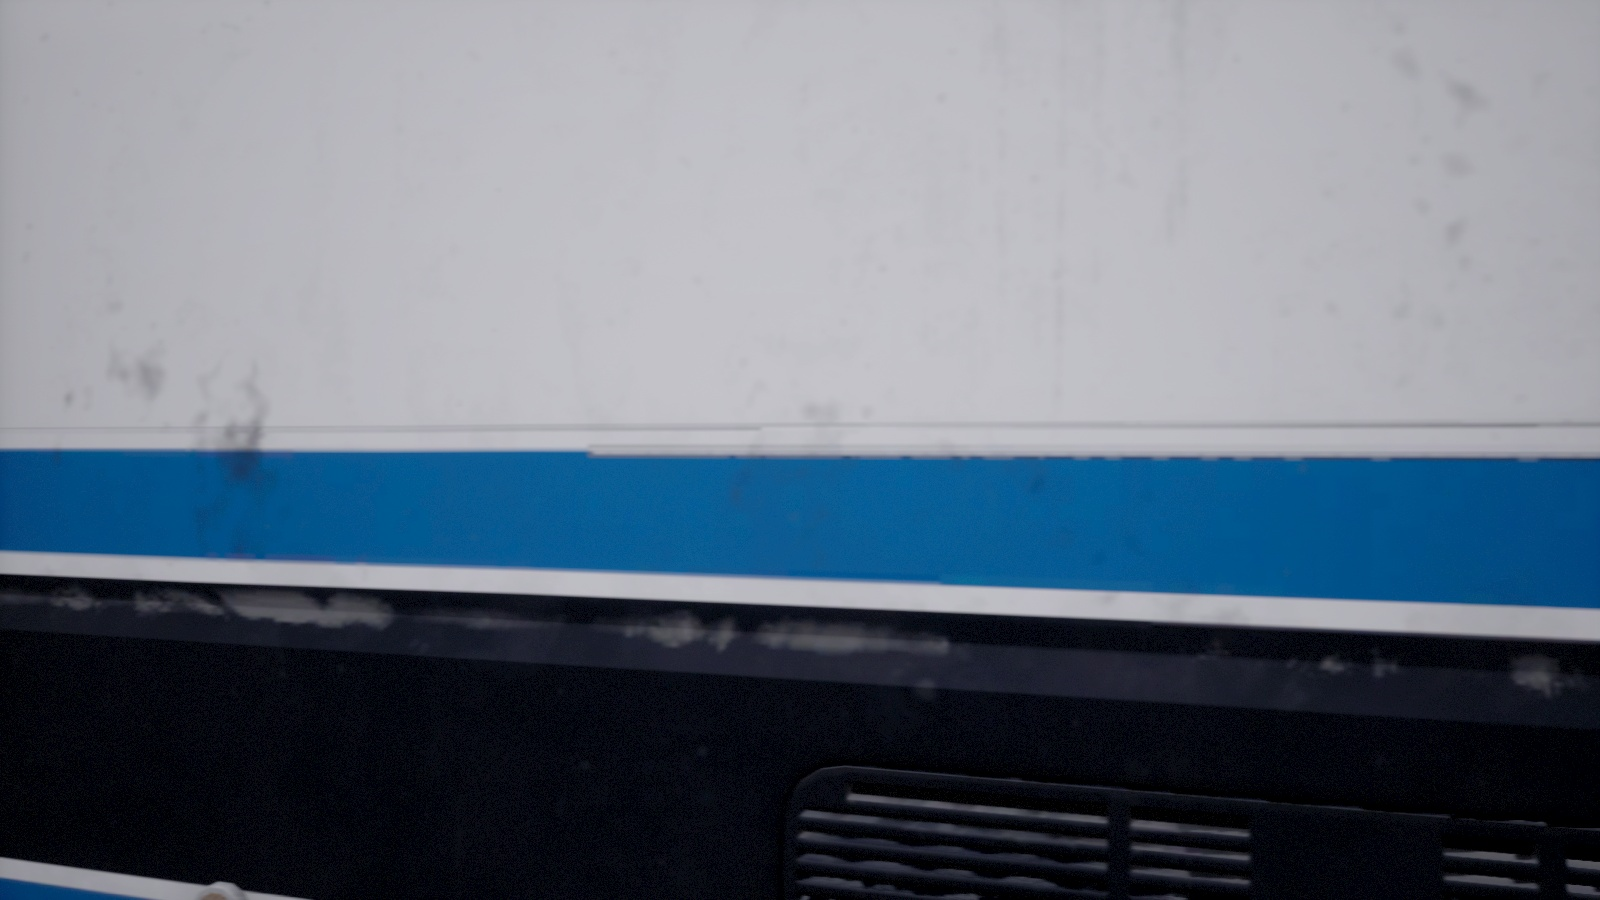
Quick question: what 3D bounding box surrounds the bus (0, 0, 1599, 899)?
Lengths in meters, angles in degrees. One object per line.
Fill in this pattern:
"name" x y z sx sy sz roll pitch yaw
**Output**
"bus" 0.294 -0.598 3.072 10.273 4.253 3.944 1 1 18
